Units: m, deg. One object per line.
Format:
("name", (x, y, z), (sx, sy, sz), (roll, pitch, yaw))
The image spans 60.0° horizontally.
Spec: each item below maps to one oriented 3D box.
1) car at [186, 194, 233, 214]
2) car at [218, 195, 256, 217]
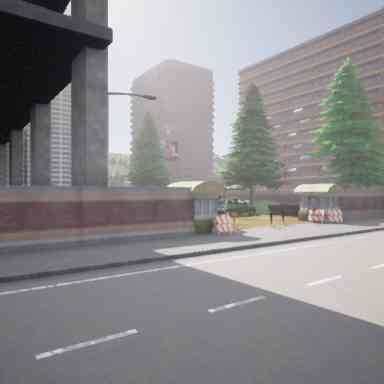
("car", (1.814, 1.170, 33.605), (4.605, 1.855, 1.932), (0, 0, -35))
("car", (3.846, 1.338, 29.559), (3.988, 1.617, 1.851), (0, 0, -35))
